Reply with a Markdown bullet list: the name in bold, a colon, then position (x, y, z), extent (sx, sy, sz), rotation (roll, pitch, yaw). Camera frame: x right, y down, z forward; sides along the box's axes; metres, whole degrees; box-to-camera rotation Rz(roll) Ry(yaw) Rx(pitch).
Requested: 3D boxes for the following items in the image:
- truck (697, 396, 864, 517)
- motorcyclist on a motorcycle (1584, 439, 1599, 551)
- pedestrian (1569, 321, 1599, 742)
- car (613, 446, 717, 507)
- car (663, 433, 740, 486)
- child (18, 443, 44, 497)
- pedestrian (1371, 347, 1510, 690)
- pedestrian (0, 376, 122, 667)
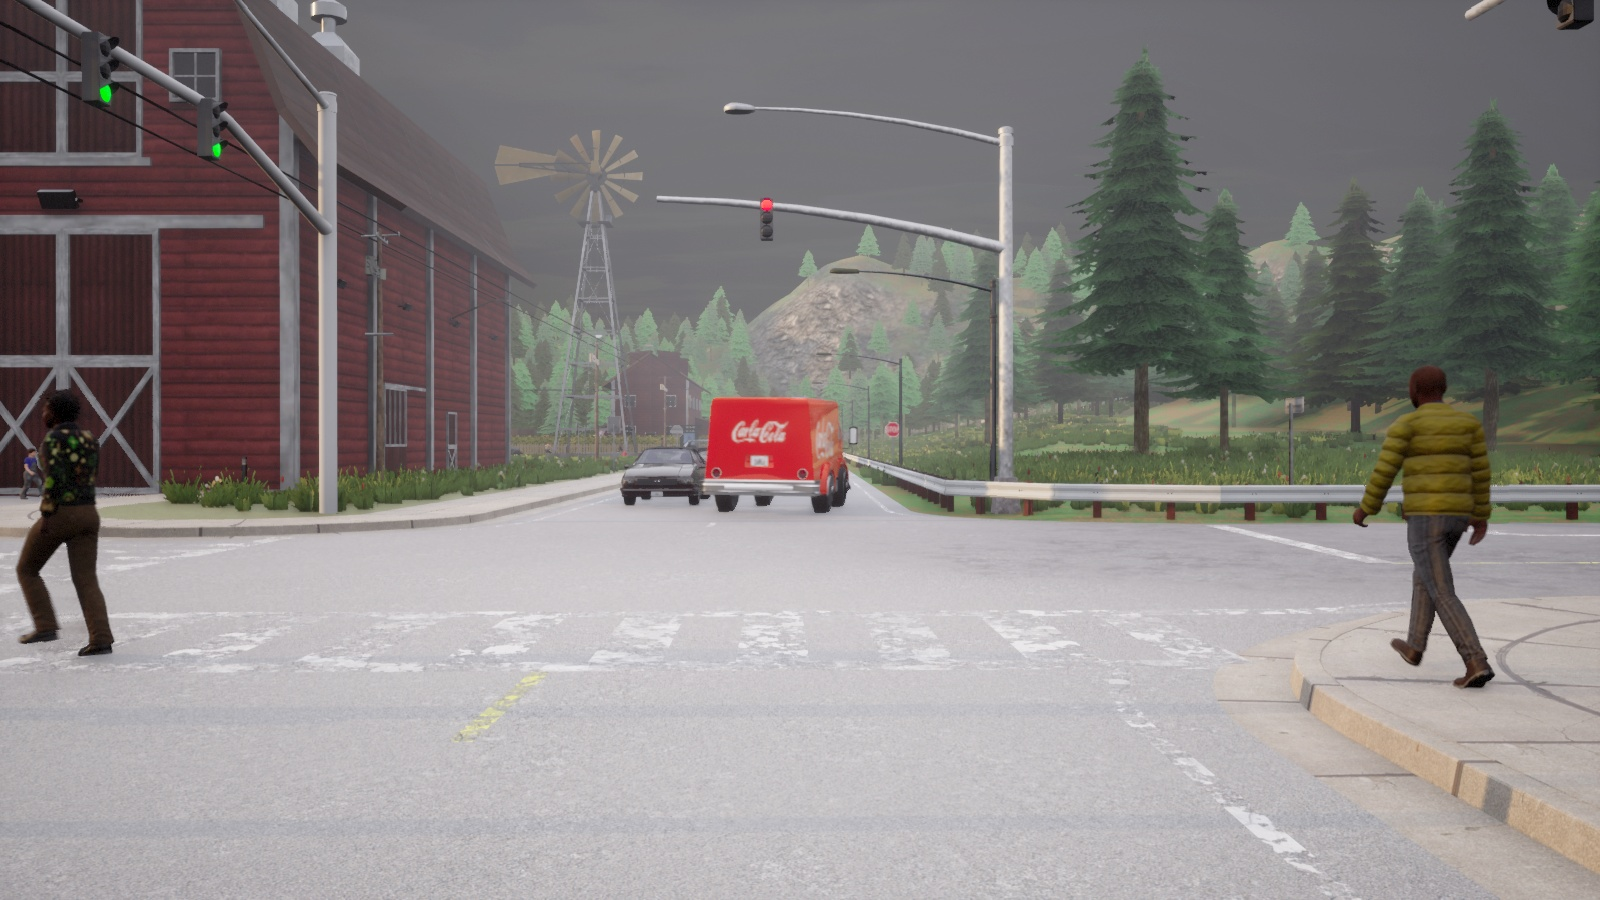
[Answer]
- **truck**: position (-0.290, 0.101, 28.351), extent (2.627, 2.467, 5.204), rotation (1, 1, 12)
- **motorcyclist on a motorcycle**: position (11.922, 0.615, 17.050), extent (2.044, 1.523, 0.797), rotation (0, 0, -1)
- **pedestrian**: position (3.882, 0.373, 5.624), extent (0.396, 1.930, 0.692), rotation (0, 0, -7)
- **car**: position (-3.308, 0.611, 31.870), extent (2.033, 1.411, 5.357), rotation (0, 0, 0)
- **car**: position (-3.251, 0.283, 42.350), extent (2.152, 1.651, 5.027), rotation (0, 0, 0)
- **child**: position (-18.003, 0.464, 29.404), extent (0.437, 1.263, 0.270), rotation (0, 0, 11)
- **pedestrian**: position (3.600, 0.365, 7.098), extent (0.370, 1.835, 0.726), rotation (0, 0, -4)
- **pedestrian**: position (-5.093, 0.475, 8.618), extent (0.692, 1.930, 0.395), rotation (0, 0, 18)
